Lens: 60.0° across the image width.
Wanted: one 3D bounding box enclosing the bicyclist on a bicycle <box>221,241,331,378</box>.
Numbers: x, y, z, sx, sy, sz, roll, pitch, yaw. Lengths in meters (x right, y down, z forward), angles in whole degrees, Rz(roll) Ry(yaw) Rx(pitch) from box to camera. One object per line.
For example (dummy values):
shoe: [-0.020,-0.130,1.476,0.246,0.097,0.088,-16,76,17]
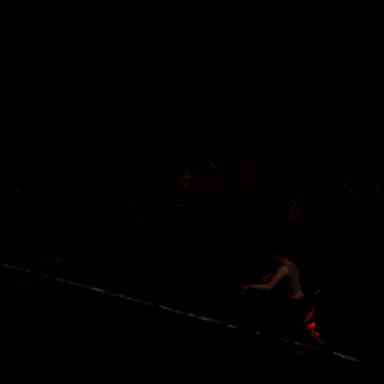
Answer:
bicyclist on a bicycle: [1.020,1.431,4.300,1.509,1.612,0.866,0,0,36]
